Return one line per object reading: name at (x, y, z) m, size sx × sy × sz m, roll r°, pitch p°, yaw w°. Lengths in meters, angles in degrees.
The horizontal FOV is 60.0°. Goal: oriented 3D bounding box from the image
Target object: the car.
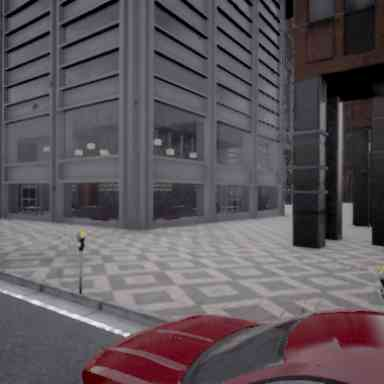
car at (1.094, 1.544, 2.179) m, size 4.507 × 1.381 × 1.887 m, roll 0°, pitch 0°, yaw 35°
